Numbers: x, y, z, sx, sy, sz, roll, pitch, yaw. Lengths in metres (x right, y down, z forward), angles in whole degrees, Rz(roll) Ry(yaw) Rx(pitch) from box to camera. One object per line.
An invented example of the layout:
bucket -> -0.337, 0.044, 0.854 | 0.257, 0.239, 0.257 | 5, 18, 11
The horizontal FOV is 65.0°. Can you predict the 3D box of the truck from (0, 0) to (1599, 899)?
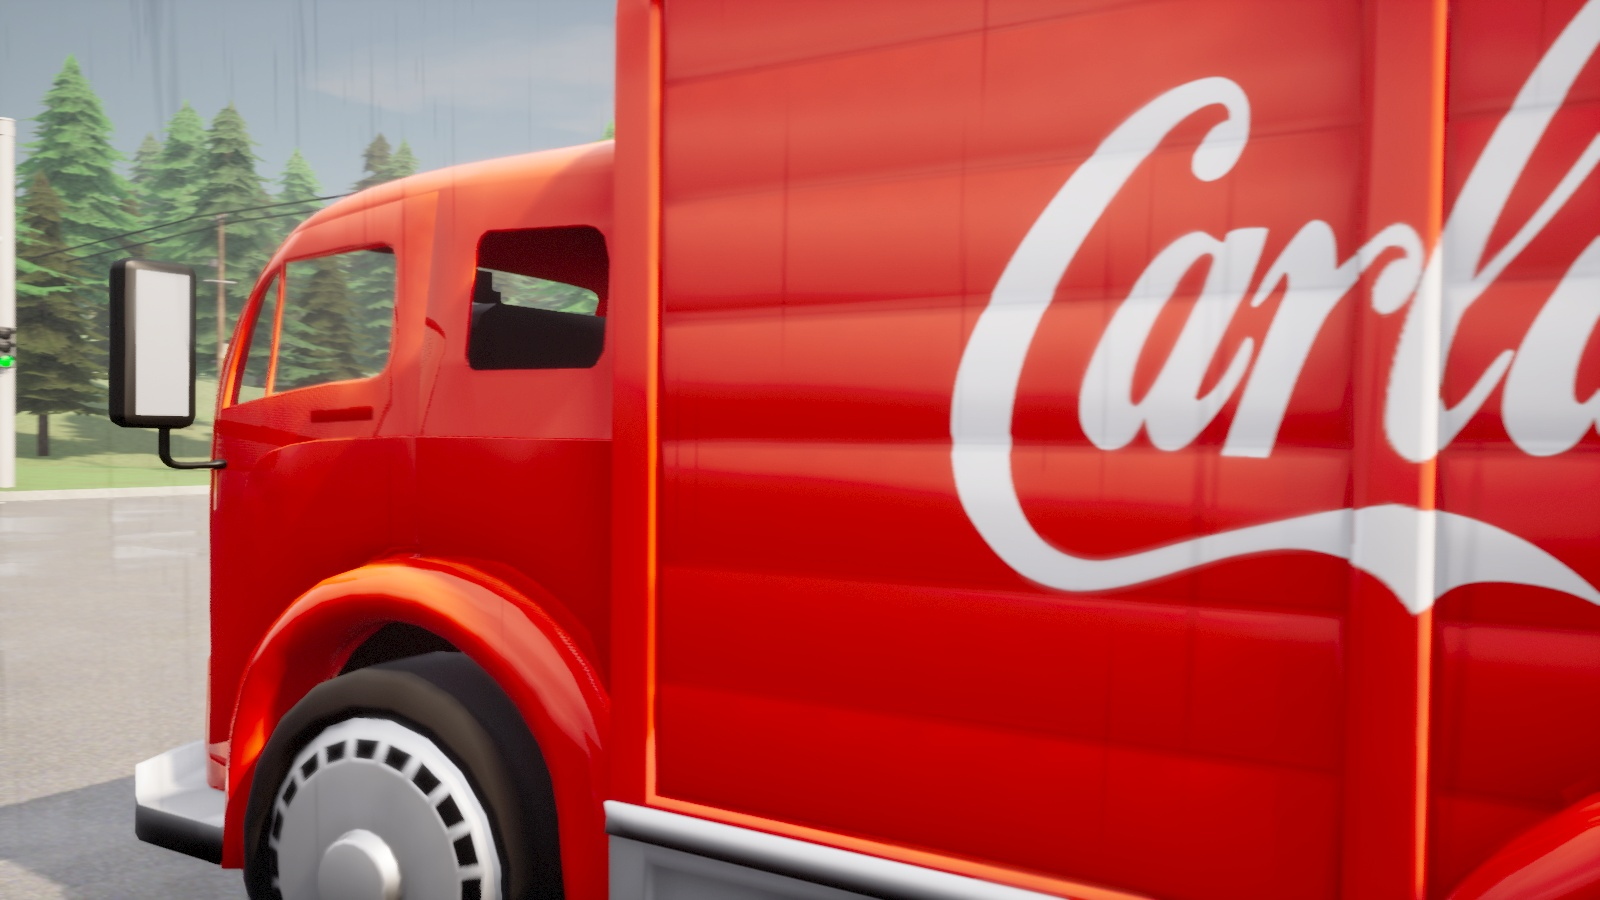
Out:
truck -> 0.837, 0.189, 2.986 | 5.204, 2.467, 2.627 | 0, 1, 31
